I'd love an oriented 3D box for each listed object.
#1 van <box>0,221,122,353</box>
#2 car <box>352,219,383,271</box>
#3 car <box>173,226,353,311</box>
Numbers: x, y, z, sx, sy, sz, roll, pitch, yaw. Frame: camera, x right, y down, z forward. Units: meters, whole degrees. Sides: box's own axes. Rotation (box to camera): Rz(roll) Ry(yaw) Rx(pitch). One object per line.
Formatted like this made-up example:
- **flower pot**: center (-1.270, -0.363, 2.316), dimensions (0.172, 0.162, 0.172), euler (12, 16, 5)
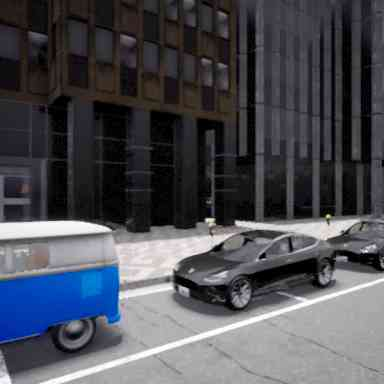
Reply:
- **van**: center (-2.972, 1.342, 4.532), dimensions (3.998, 1.788, 1.690), euler (0, 0, -35)
- **car**: center (6.208, 1.606, 11.075), dimensions (4.313, 1.339, 1.947), euler (0, 0, -35)
- **car**: center (1.618, 1.587, 7.803), dimensions (4.313, 1.339, 1.947), euler (0, 0, -35)
